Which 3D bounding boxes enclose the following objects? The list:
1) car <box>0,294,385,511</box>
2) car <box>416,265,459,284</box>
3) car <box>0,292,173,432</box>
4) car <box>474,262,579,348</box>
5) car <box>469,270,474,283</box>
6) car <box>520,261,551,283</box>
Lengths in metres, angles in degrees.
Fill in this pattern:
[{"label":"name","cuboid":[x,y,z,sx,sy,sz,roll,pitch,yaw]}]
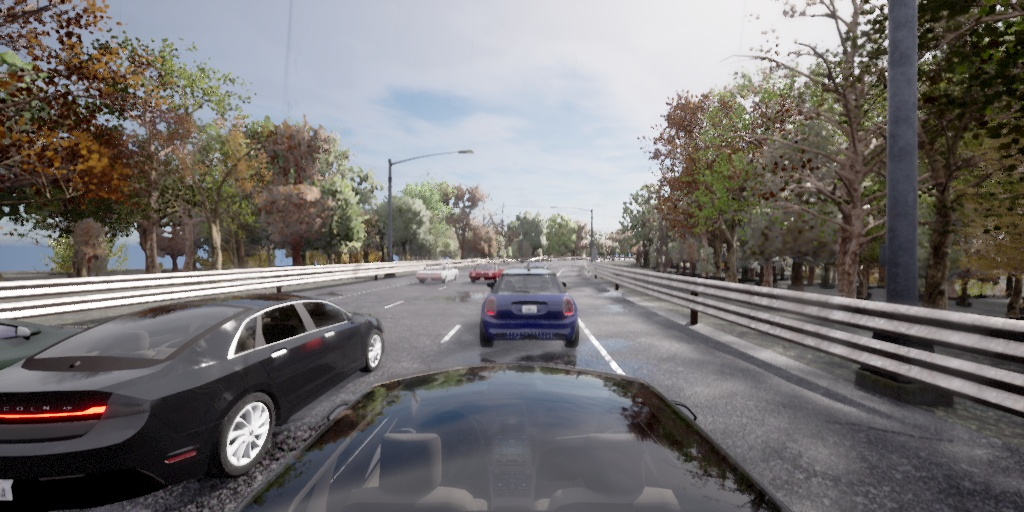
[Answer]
[{"label":"car","cuboid":[-3.286,1.248,4.722,1.837,1.490,4.892,0,0,1]},{"label":"car","cuboid":[-5.333,1.285,26.315,1.895,1.301,4.718,0,0,6]},{"label":"car","cuboid":[-6.804,1.308,4.020,1.994,1.385,4.181,0,0,1]},{"label":"car","cuboid":[0.392,1.087,9.362,2.097,1.767,4.553,0,0,1]},{"label":"car","cuboid":[-1.770,1.294,26.660,1.895,1.301,4.718,0,0,7]},{"label":"car","cuboid":[1.934,1.191,28.136,2.128,1.511,4.902,0,0,7]}]
